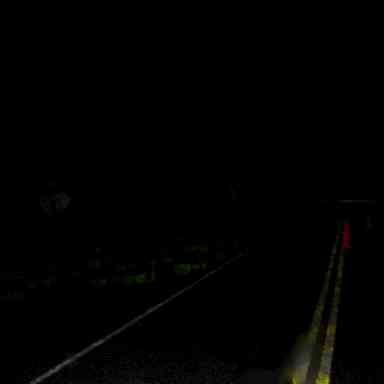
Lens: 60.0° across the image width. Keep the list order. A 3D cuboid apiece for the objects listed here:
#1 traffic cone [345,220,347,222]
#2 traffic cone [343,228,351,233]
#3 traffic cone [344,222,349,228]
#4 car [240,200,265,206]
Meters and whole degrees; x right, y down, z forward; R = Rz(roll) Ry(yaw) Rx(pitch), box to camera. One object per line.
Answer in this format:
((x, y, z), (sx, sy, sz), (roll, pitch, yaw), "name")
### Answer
((7.244, 1.619, 15.598), (0.340, 0.580, 0.340), (-4, -1, 25), "traffic cone")
((5.530, 1.699, 11.985), (0.340, 0.580, 0.340), (-4, -1, 25), "traffic cone")
((6.387, 1.659, 13.792), (0.340, 0.580, 0.340), (-4, -1, 25), "traffic cone")
((6.971, 1.712, 40.354), (1.882, 1.535, 5.008), (-7, -1, -20), "car")
